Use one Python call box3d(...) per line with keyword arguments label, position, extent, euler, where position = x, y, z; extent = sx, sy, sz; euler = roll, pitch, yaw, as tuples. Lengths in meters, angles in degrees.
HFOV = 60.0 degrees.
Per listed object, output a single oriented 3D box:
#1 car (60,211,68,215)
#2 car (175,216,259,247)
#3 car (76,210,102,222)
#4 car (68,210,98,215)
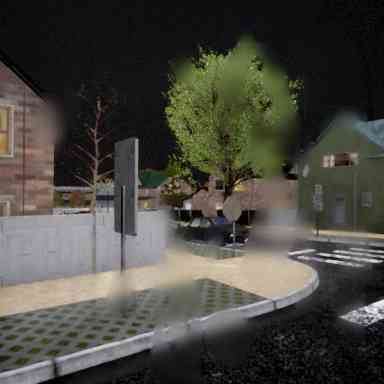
box3d(label="car", position=(-19.605, 3.642, 52.315), extent=(1.895, 1.301, 4.718), euler=(1, -3, -35))
box3d(label="car", position=(1.106, 2.019, 17.906), extent=(2.033, 1.411, 5.357), euler=(1, -2, -34))
box3d(label="car", position=(-13.767, 3.121, 44.102), extent=(1.882, 1.535, 5.008), euler=(1, -3, -35))
box3d(label="car", position=(-11.565, 2.817, 35.965), extent=(1.837, 1.490, 4.892), euler=(1, -3, -35))
